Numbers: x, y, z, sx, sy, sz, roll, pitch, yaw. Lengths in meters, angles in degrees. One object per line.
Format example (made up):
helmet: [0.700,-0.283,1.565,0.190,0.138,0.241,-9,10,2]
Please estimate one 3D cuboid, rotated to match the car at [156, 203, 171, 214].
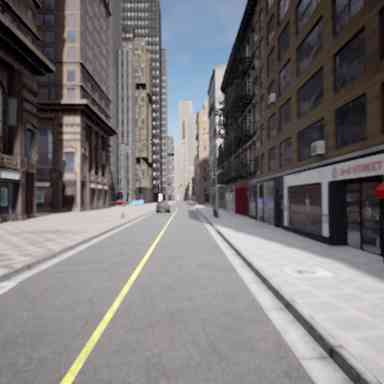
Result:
car: [-3.910,2.205,45.872,1.882,1.535,5.008,-1,-1,-1]
